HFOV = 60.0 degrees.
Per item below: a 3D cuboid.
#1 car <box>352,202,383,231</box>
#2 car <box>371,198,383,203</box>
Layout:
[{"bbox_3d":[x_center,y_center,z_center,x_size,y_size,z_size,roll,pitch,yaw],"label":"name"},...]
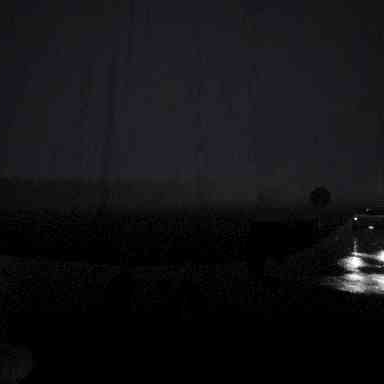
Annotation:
[{"bbox_3d":[10.378,1.510,19.051,1.895,1.301,4.718,1,1,31],"label":"car"},{"bbox_3d":[15.604,1.399,27.721,1.812,1.442,4.674,1,1,32],"label":"car"}]
